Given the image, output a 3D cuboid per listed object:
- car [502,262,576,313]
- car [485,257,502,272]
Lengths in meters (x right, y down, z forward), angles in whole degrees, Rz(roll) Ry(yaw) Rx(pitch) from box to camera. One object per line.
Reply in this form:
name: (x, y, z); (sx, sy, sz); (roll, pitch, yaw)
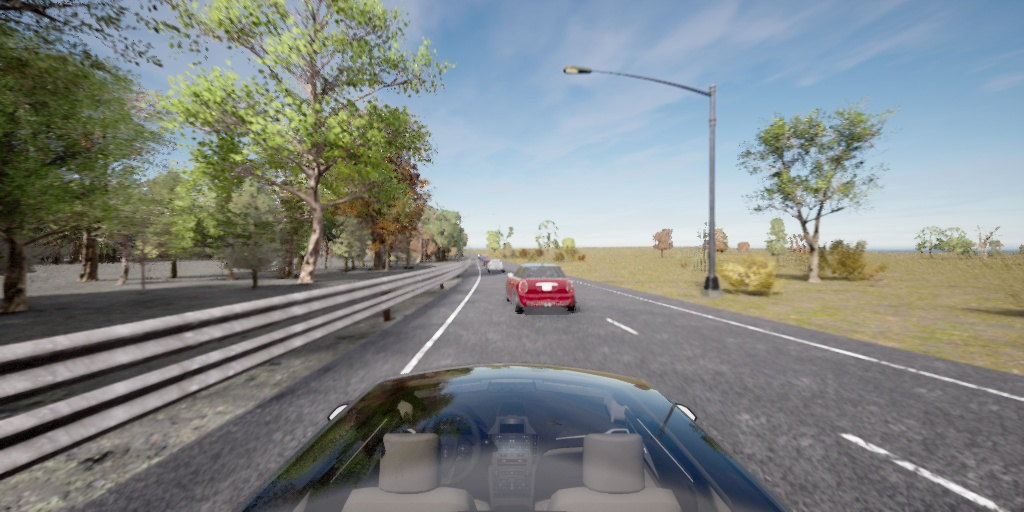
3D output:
car: (0.948, 1.069, 14.000); (2.097, 1.767, 4.553); (0, 0, -6)
car: (-1.989, 1.157, 42.843); (1.812, 1.442, 4.674); (0, 0, -6)
